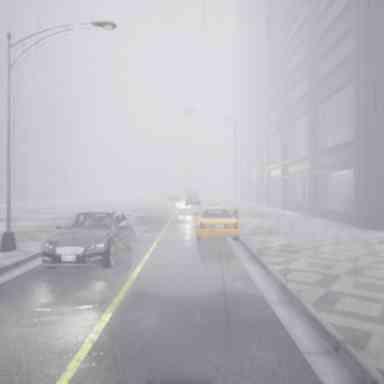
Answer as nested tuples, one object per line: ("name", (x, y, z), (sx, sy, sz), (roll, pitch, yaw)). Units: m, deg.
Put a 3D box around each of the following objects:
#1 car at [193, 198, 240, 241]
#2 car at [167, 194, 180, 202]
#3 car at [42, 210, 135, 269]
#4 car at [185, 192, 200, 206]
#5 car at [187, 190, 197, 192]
("car", (1.063, 1.285, 15.483), (1.801, 1.575, 5.366), (0, 1, 0))
("car", (-3.008, 0.972, 54.299), (1.994, 1.385, 4.181), (0, 1, 1))
("car", (-3.090, 1.373, 10.784), (2.128, 1.511, 4.902), (0, 1, 0))
("car", (0.121, 1.077, 44.562), (1.994, 1.385, 4.181), (0, 1, 0))
("car", (0.049, 0.564, 60.176), (2.150, 2.045, 5.566), (0, 1, 0))
